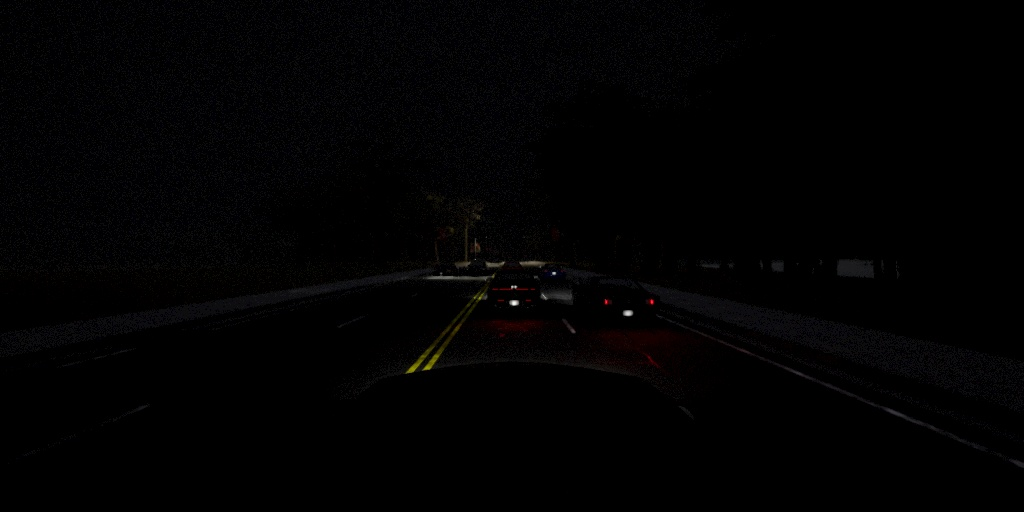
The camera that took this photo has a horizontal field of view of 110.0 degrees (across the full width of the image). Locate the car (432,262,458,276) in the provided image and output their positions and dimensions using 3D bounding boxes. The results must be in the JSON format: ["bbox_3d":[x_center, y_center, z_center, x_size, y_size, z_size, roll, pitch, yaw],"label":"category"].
[{"bbox_3d":[-6.726,1.290,36.602,2.033,1.411,5.357,0,0,0],"label":"car"}]

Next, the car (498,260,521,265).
[{"bbox_3d":[0.003,1.220,30.752,1.882,1.535,5.008,0,0,0],"label":"car"}]

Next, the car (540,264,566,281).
[{"bbox_3d":[3.257,1.306,29.752,1.994,1.385,4.181,0,0,0],"label":"car"}]

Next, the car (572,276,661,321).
[{"bbox_3d":[3.326,1.349,12.493,1.895,1.301,4.718,0,0,0],"label":"car"}]

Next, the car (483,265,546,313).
[{"bbox_3d":[0.072,1.252,13.897,1.837,1.490,4.892,0,0,0],"label":"car"}]

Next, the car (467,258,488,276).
[{"bbox_3d":[-3.480,1.220,36.745,1.882,1.535,5.008,0,0,0],"label":"car"}]
